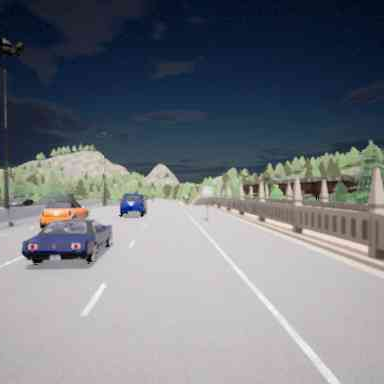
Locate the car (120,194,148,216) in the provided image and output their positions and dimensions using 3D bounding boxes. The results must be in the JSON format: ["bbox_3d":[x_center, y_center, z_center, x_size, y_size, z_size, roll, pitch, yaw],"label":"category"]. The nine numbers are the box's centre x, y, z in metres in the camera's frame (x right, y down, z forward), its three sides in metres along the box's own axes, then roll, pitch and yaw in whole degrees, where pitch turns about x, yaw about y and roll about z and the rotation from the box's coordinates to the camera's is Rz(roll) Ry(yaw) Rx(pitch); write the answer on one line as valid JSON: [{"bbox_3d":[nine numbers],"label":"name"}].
[{"bbox_3d":[-5.458,1.164,31.528,2.150,2.045,5.566,0,0,-4],"label":"car"}]

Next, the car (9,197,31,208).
[{"bbox_3d":[-24.359,1.520,47.761,2.128,1.511,4.902,0,-1,-4],"label":"car"}]

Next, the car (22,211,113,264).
[{"bbox_3d":[-4.062,1.586,11.748,1.895,1.301,4.718,0,0,-4],"label":"car"}]

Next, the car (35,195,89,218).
[{"bbox_3d":[-8.302,1.333,22.087,2.097,1.767,4.553,0,0,-4],"label":"car"}]

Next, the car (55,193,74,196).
[{"bbox_3d":[-17.100,1.191,44.228,2.150,2.045,5.566,0,0,-4],"label":"car"}]

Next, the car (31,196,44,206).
[{"bbox_3d":[-20.875,1.365,48.111,2.097,1.767,4.553,0,-1,-4],"label":"car"}]
